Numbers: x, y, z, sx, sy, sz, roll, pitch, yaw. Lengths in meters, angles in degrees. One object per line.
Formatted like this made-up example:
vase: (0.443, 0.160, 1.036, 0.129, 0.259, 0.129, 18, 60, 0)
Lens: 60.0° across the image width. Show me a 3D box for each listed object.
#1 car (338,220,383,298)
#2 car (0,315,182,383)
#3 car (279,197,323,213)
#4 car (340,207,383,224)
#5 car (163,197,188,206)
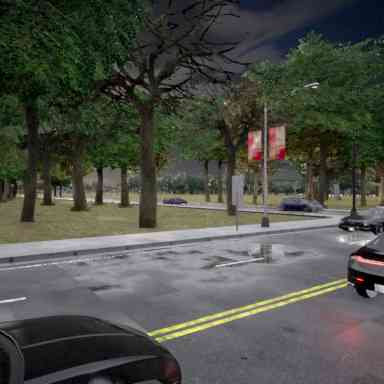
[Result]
car: (5.336, 1.492, 7.242, 4.902, 1.511, 2.128, 0, 0, -35)
car: (-2.332, 1.478, 1.777, 5.008, 1.535, 1.882, 0, 0, -36)
car: (11.496, 1.337, 35.171, 2.097, 1.767, 4.553, 0, 0, -35)
car: (10.657, 1.550, 18.676, 5.357, 1.411, 2.033, 0, 0, -29)
car: (-2.800, 1.508, 55.332, 2.033, 1.411, 5.357, 0, 0, -35)
